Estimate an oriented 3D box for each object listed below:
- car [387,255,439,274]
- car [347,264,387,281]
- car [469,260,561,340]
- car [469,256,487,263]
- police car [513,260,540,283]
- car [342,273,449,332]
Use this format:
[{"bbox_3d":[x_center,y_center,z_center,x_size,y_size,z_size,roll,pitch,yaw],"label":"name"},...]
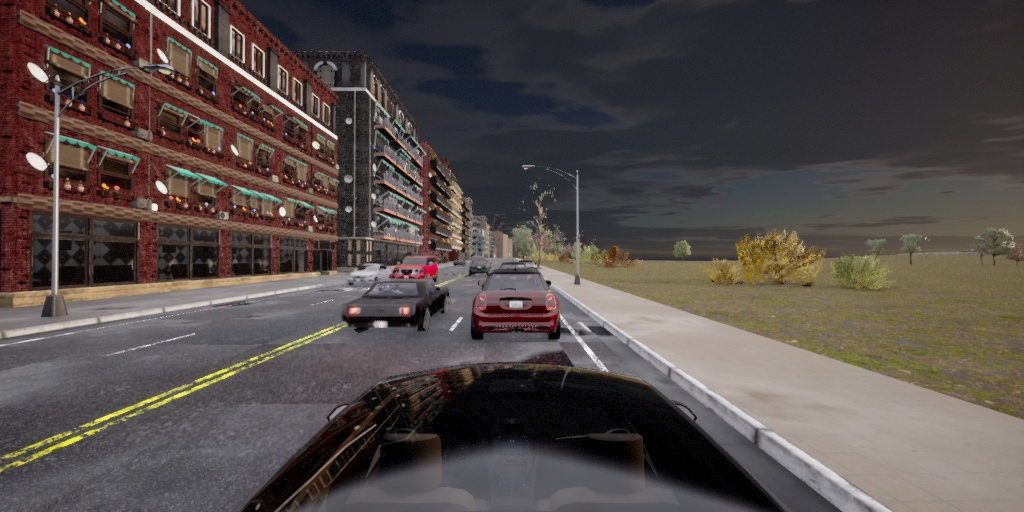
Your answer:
[{"bbox_3d":[-6.635,0.974,25.248,2.150,2.045,5.566,0,0,0],"label":"car"},{"bbox_3d":[-9.885,1.278,25.353,1.812,1.442,4.674,0,0,0],"label":"car"},{"bbox_3d":[0.080,1.103,10.151,2.097,1.767,4.553,0,0,0],"label":"car"},{"bbox_3d":[-3.203,1.103,37.304,2.097,1.767,4.553,0,0,0],"label":"car"},{"bbox_3d":[1.098,1.178,29.419,1.930,1.638,5.238,0,0,0],"label":"police car"},{"bbox_3d":[-3.166,1.352,10.853,1.895,1.301,4.718,0,0,0],"label":"car"}]
